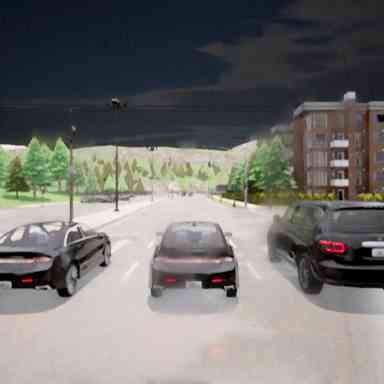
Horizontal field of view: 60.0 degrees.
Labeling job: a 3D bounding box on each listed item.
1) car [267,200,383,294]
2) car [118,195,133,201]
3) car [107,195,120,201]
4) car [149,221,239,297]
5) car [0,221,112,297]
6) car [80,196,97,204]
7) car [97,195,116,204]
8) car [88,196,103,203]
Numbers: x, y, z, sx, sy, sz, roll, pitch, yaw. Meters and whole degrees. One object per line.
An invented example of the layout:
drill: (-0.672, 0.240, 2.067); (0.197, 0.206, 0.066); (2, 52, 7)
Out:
car: (3.554, 1.221, 8.876); (2.150, 2.045, 5.566); (0, 0, 1)
car: (-16.331, 1.516, 80.588); (1.812, 1.442, 4.674); (0, 0, 0)
car: (-19.831, 1.510, 84.084); (2.128, 1.511, 4.902); (0, 0, 0)
car: (0.052, 1.491, 8.536); (2.128, 1.511, 4.902); (0, 0, 0)
car: (-3.448, 1.491, 8.538); (2.128, 1.511, 4.902); (0, 0, 0)
car: (-19.826, 1.489, 63.596); (2.128, 1.511, 4.902); (0, 0, 1)
car: (-16.347, 1.557, 64.309); (1.994, 1.385, 4.181); (0, 0, 0)
car: (-19.831, 1.588, 68.538); (1.895, 1.301, 4.718); (0, 0, 0)
